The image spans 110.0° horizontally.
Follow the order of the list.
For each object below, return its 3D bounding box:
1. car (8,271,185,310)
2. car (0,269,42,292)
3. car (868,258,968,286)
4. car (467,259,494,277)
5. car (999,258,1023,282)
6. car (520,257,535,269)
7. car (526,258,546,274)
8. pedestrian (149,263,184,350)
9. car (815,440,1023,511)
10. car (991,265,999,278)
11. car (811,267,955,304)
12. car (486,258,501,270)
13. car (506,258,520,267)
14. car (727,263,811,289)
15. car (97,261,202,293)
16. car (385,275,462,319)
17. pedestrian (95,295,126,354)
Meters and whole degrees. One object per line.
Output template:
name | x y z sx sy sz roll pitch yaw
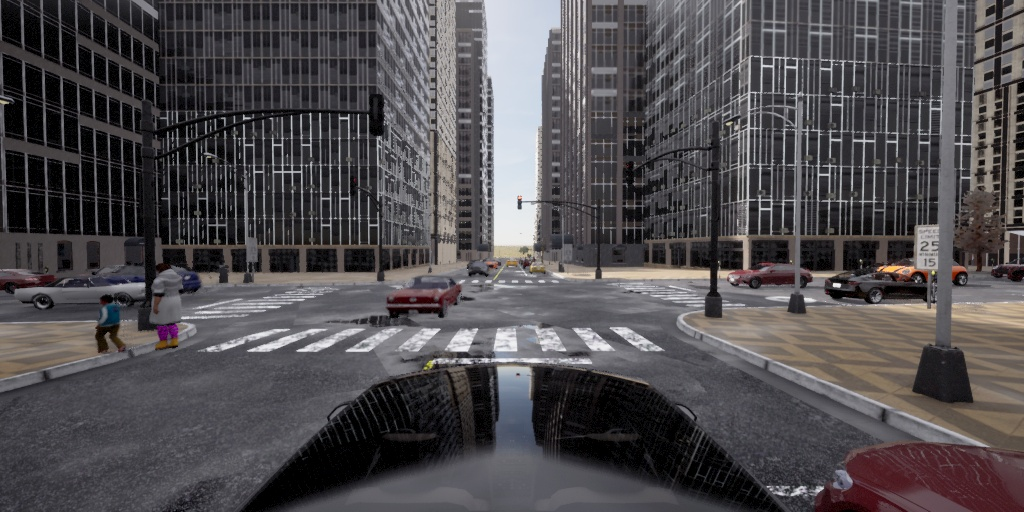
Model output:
car | -17.345 1.469 15.211 4.718 1.301 1.895 0 1 -6
car | -28.204 1.390 20.028 4.207 1.307 1.802 0 0 -5
car | 25.339 0.904 22.370 4.553 1.767 2.097 0 1 -5
car | -3.113 1.280 34.742 2.033 1.411 5.357 0 0 0
car | 35.349 0.845 23.291 4.553 1.767 2.097 0 1 -5
car | 2.710 1.028 55.039 2.192 1.841 5.009 0 0 0
car | 2.806 1.254 39.957 1.751 1.417 4.829 0 0 0
pedestrian | -7.420 1.039 7.706 0.375 1.860 0.375 -1 1 0
car | 2.692 1.333 0.419 1.802 1.307 4.207 0 0 0
car | 37.693 0.864 26.134 4.097 1.591 1.967 0 0 -5
car | 16.124 1.293 15.717 4.313 1.339 1.948 0 0 -5
car | -3.113 1.070 50.640 2.097 1.767 4.553 0 0 0
car | -0.025 1.178 65.017 1.882 1.535 5.008 0 0 0
car | 15.392 1.135 21.460 4.674 1.442 1.812 0 1 -5
car | -18.845 1.160 18.283 4.553 1.767 2.097 0 1 -6
car | -3.116 1.431 13.509 1.895 1.301 4.718 0 0 0
pedestrian | -7.560 1.266 6.761 0.500 1.100 0.500 -1 1 0
